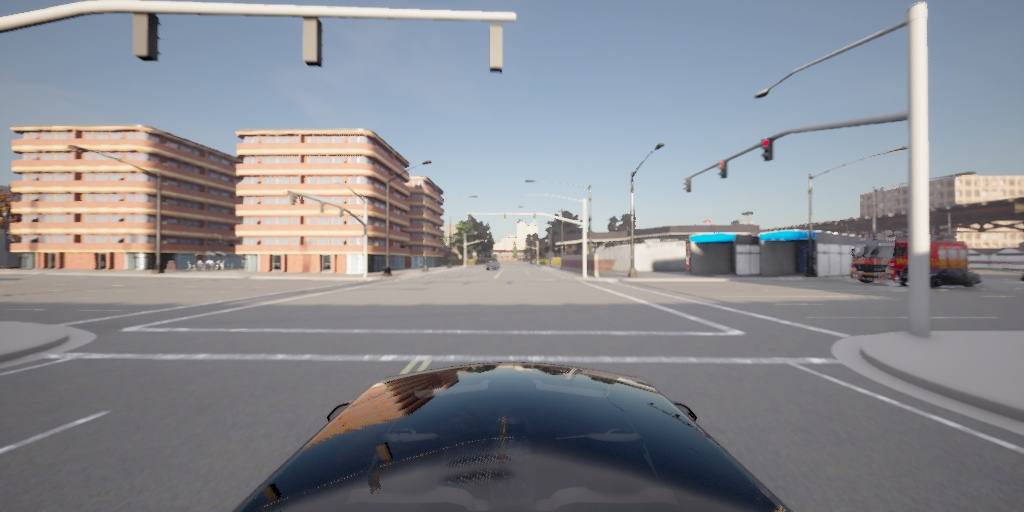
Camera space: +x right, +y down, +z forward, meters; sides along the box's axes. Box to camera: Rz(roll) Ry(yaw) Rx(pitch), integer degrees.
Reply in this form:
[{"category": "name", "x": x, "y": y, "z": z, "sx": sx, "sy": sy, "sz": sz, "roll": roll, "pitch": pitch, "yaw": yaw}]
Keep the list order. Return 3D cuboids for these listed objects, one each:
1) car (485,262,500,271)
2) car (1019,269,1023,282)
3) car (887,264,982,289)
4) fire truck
[{"category": "car", "x": -3.502, "y": 1.839, "z": 61.981, "sx": 2.033, "sy": 1.411, "sz": 5.357, "roll": 0, "pitch": -1, "yaw": 0}, {"category": "car", "x": 46.597, "y": 1.577, "z": 31.637, "sx": 4.674, "sy": 1.442, "sz": 1.812, "roll": 0, "pitch": -1, "yaw": -34}, {"category": "car", "x": 29.699, "y": 1.497, "z": 25.003, "sx": 5.357, "sy": 1.411, "sz": 2.033, "roll": 0, "pitch": -1, "yaw": -10}, {"category": "fire truck", "x": 31.464, "y": 0.323, "z": 28.468, "sx": 8.468, "sy": 3.827, "sz": 2.891, "roll": 0, "pitch": 1, "yaw": -14}]
